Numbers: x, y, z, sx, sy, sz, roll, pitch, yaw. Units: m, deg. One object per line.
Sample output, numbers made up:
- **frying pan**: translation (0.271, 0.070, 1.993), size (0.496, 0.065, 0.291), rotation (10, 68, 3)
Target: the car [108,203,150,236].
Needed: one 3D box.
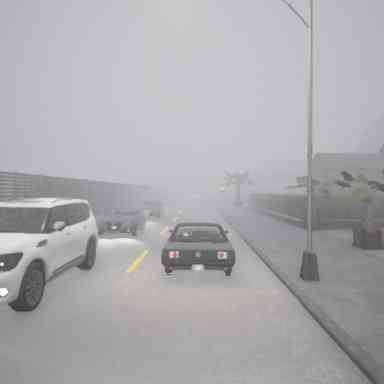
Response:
- **car**: translation (-3.730, 1.522, 18.059), size (1.994, 1.385, 4.181), rotation (0, 0, 1)

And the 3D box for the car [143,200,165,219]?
- **car**: translation (-3.481, 1.435, 28.649), size (2.128, 1.511, 4.902), rotation (0, 0, 2)

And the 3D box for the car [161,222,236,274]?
- **car**: translation (0.204, 1.587, 10.465), size (1.895, 1.301, 4.718), rotation (0, 0, 1)

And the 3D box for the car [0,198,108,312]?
- **car**: translation (-3.949, 1.192, 8.000), size (2.150, 2.045, 5.566), rotation (0, 0, 1)
